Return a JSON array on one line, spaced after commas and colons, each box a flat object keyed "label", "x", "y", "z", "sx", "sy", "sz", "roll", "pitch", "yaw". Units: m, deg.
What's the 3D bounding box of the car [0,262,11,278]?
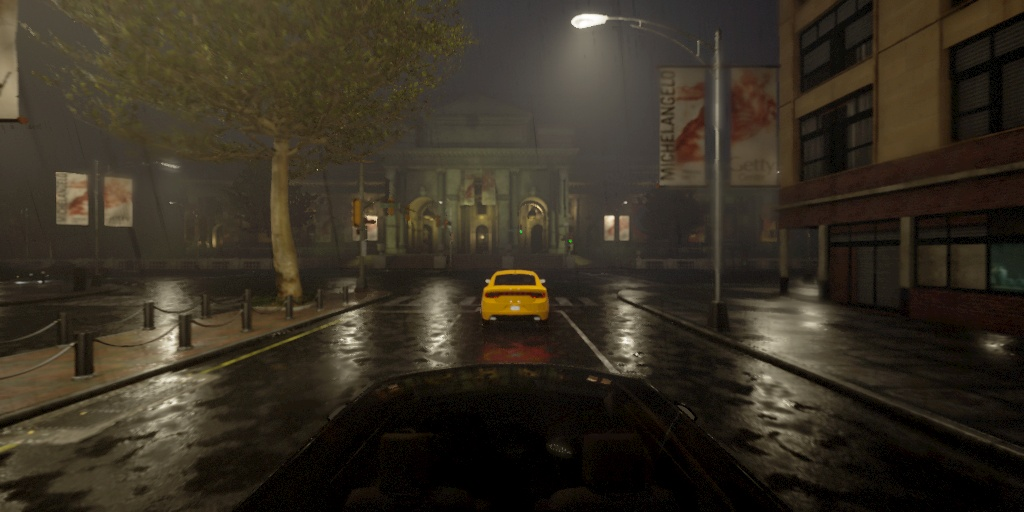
[{"label": "car", "x": -47.262, "y": 1.209, "z": 30.890, "sx": 5.357, "sy": 1.411, "sz": 2.033, "roll": 0, "pitch": 0, "yaw": -1}]

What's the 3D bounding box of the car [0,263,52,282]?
[{"label": "car", "x": -38.740, "y": 1.236, "z": 27.399, "sx": 4.181, "sy": 1.385, "sz": 1.994, "roll": 0, "pitch": 0, "yaw": 0}]

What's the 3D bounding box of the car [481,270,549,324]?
[{"label": "car", "x": 0.111, "y": 1.197, "z": 11.786, "sx": 1.882, "sy": 1.535, "sz": 5.008, "roll": 0, "pitch": 0, "yaw": 1}]

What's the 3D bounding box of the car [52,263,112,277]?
[{"label": "car", "x": -37.656, "y": 1.262, "z": 30.904, "sx": 4.718, "sy": 1.301, "sz": 1.895, "roll": 0, "pitch": 0, "yaw": 0}]
